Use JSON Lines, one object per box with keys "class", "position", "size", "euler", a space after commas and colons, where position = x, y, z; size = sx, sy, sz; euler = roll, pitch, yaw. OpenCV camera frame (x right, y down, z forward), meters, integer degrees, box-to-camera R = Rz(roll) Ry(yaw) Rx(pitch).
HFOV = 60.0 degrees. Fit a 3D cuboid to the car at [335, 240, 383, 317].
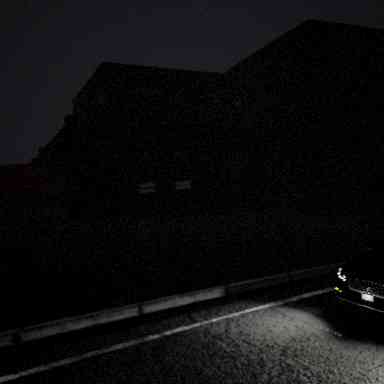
{"class": "car", "position": [4.944, 1.461, 6.678], "size": [4.892, 1.490, 1.837], "euler": [0, 0, -31]}
